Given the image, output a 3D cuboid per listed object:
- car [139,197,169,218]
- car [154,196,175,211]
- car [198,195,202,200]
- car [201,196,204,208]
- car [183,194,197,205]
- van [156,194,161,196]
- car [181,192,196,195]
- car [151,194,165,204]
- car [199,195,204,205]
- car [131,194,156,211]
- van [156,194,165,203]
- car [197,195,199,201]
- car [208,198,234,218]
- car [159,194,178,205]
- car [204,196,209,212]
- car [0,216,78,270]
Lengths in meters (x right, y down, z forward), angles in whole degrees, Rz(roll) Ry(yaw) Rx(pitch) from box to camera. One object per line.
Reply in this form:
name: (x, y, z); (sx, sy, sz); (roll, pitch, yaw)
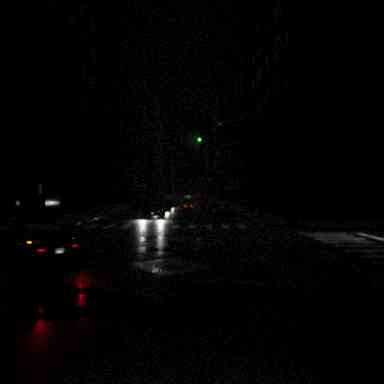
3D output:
car: (-3.312, 1.487, 29.680); (1.837, 1.490, 4.892); (0, 0, -2)
car: (-3.428, 1.537, 39.540); (1.994, 1.385, 4.181); (0, 0, -1)
car: (2.355, 1.504, 51.374); (1.887, 1.381, 4.507); (0, 0, -1)
car: (2.504, 1.523, 40.322); (2.008, 1.369, 4.403); (0, 0, -1)
car: (-0.604, 1.551, 58.828); (1.895, 1.301, 4.718); (0, 0, -1)
van: (-6.245, 1.294, 56.783); (1.690, 1.788, 3.998); (0, 0, -1)
car: (-0.739, 1.075, 68.828); (2.150, 2.045, 5.566); (0, 0, -1)
car: (-6.320, 1.260, 62.309); (2.192, 1.841, 5.009); (0, 0, -1)
car: (2.430, 1.532, 45.848); (1.947, 1.339, 4.313); (0, 0, -1)
car: (-6.021, 1.287, 40.207); (2.192, 1.841, 5.009); (0, 0, -1)
van: (-6.392, 1.277, 67.833); (1.690, 1.788, 3.998); (0, 0, -1)
car: (2.280, 1.503, 56.899); (2.008, 1.369, 4.403); (0, 0, -1)
car: (2.652, 1.507, 29.442); (1.752, 1.417, 4.829); (0, 0, -1)
car: (-3.526, 1.488, 49.472); (1.812, 1.442, 4.674); (0, 0, 0)
car: (2.579, 1.417, 34.797); (1.967, 1.590, 4.097); (0, 0, -1)
car: (-5.633, 1.517, 11.006); (4.674, 1.442, 1.812); (0, -1, 38)
